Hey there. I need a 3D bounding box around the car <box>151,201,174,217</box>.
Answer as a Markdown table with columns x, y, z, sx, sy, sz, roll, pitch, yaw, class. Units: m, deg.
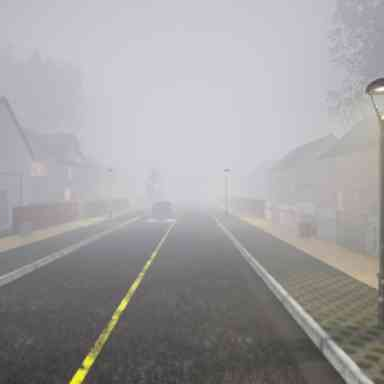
| x | y | z | sx | sy | sz | roll | pitch | yaw | class |
| --- | --- | --- | --- | --- | --- | --- | --- | --- | --- |
| -2.782 | 1.571 | 32.091 | 1.882 | 1.535 | 5.008 | 0 | 0 | 0 | car |
